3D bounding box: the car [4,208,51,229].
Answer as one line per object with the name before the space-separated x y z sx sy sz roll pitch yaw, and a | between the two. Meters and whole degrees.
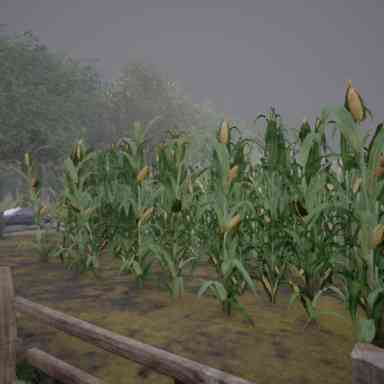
car | -12.529 1.859 24.051 1.812 1.442 4.674 0 -1 34
